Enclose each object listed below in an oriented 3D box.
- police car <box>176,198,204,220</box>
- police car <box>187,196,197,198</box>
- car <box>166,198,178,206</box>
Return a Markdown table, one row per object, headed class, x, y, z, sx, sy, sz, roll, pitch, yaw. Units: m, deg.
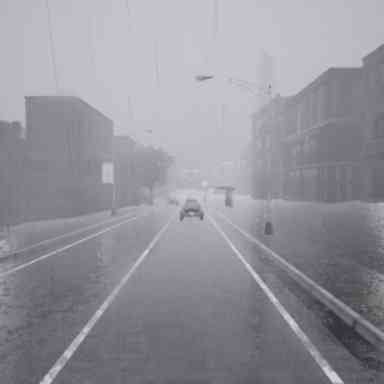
| class | x | y | z | sx | sy | sz | roll | pitch | yaw |
| --- | --- | --- | --- | --- | --- | --- | --- | --- | --- |
| police car | -0.015 | 1.540 | 28.798 | 2.038 | 1.542 | 4.974 | 0 | 0 | 0 |
| police car | -0.152 | 1.526 | 56.571 | 1.930 | 1.638 | 5.238 | 0 | 0 | 0 |
| car | -3.327 | 1.662 | 57.619 | 1.994 | 1.385 | 4.181 | 0 | 0 | 1 |
